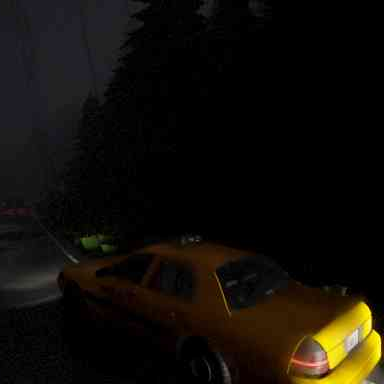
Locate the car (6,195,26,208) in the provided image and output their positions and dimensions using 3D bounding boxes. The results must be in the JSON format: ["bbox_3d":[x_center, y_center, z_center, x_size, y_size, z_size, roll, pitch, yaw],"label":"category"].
[{"bbox_3d":[-21.157,1.058,40.035,2.128,1.511,4.902,-2,2,-26],"label":"car"}]

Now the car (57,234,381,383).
[{"bbox_3d":[-0.249,1.418,5.073,5.366,1.575,1.801,1,1,44],"label":"car"}]
